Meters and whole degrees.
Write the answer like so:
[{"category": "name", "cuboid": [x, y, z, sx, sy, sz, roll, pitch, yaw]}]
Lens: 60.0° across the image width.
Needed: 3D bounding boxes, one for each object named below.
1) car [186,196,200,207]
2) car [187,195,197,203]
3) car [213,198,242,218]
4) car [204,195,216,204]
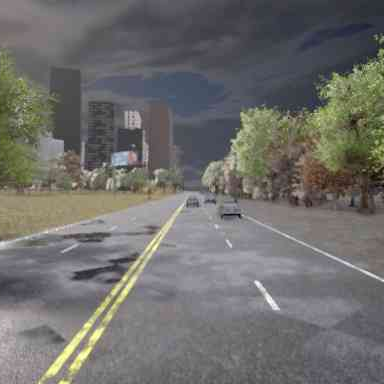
[{"category": "car", "cuboid": [0.091, 1.471, 50.456, 2.128, 1.511, 4.902, 0, 0, 0]}, {"category": "car", "cuboid": [-0.011, 1.463, 68.475, 2.128, 1.511, 4.902, 0, 0, 0]}, {"category": "car", "cuboid": [3.262, 1.565, 29.595, 2.033, 1.411, 5.357, 0, 0, 0]}, {"category": "car", "cuboid": [3.267, 1.300, 59.508, 2.097, 1.767, 4.553, 1, 0, -1]}]
